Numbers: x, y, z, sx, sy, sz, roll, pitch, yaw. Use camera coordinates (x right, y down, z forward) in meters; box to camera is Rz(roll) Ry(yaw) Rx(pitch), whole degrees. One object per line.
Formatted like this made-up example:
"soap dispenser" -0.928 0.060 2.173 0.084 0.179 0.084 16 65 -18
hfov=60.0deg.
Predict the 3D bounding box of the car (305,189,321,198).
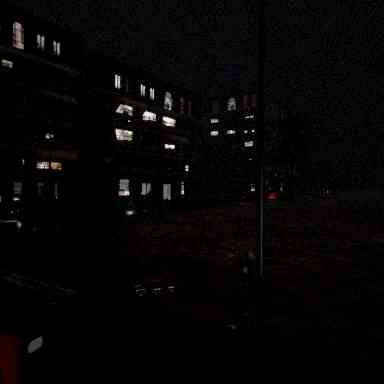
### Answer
"car" 24.928 0.445 69.539 2.008 1.369 4.403 2 2 35

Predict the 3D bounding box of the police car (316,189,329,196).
"police car" 33.259 0.037 84.870 1.930 1.638 5.238 1 1 34

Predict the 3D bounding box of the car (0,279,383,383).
"car" -0.330 1.544 3.102 4.507 1.381 1.887 0 0 35

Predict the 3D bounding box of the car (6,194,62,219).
"car" -11.884 1.229 26.504 1.837 1.490 4.892 1 1 35

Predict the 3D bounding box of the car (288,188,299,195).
"car" 24.371 -0.031 83.459 2.192 1.841 5.009 2 2 35

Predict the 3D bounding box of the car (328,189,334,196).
"car" 34.430 0.077 83.277 1.967 1.590 4.097 2 2 35

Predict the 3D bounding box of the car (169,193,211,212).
"car" -0.412 1.131 32.893 1.887 1.381 4.507 2 2 35

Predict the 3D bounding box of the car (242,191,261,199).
"car" 11.603 0.524 65.002 1.752 1.417 4.829 2 2 35

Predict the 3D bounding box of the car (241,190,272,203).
"car" 9.090 0.876 46.635 2.008 1.369 4.403 2 2 35

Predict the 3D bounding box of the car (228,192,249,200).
"car" 8.533 0.649 60.563 1.947 1.339 4.313 2 2 35

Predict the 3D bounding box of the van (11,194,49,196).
"van" -13.636 1.035 28.493 1.690 1.788 3.998 2 2 35

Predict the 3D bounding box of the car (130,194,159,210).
"car" -5.621 1.029 35.556 1.882 1.535 5.008 1 1 34

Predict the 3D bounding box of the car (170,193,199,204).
"car" -0.969 0.909 46.821 1.947 1.339 4.313 2 2 35

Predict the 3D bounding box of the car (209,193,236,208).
"car" 2.756 1.050 37.474 2.008 1.369 4.403 2 2 35

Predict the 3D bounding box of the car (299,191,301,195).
"car" 27.536 0.113 88.046 1.887 1.381 4.507 2 2 35

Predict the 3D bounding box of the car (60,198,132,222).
"car" -6.746 1.328 23.734 1.947 1.339 4.313 2 2 35

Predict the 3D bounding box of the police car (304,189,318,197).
"police car" 27.449 0.189 76.729 1.930 1.638 5.238 0 1 32

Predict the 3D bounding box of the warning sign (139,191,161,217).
"warning sign" -3.130 0.851 24.821 1.300 1.860 1.060 -1 0 35

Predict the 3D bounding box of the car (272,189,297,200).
"car" 15.522 0.674 55.936 1.752 1.417 4.829 2 2 35

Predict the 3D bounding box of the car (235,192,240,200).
"car" 5.050 0.859 50.890 1.895 1.301 4.718 1 1 35

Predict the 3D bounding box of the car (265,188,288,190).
"car" 15.396 0.550 60.335 1.882 1.535 5.008 1 1 35

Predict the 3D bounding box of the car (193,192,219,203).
"car" 2.198 0.807 51.401 2.008 1.369 4.403 2 2 35

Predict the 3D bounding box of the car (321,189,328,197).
"car" 28.094 0.359 74.118 2.008 1.369 4.403 2 2 35
